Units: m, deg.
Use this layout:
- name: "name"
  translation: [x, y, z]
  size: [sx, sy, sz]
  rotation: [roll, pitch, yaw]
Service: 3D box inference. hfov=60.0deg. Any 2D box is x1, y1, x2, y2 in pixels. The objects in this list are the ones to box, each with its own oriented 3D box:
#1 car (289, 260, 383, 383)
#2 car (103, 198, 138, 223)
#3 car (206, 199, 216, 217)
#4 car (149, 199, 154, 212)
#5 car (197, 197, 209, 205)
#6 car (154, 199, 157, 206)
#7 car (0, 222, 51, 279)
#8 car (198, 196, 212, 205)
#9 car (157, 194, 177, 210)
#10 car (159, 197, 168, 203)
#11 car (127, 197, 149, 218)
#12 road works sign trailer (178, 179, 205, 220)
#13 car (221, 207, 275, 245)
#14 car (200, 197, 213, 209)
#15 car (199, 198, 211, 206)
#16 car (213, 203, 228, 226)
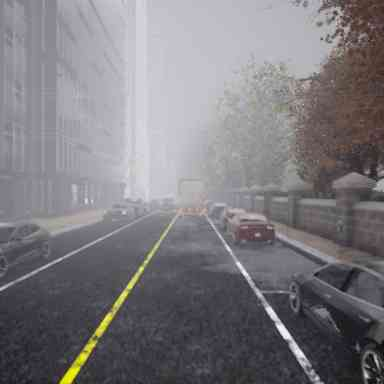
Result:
- name: "car"
  translation: [2.749, 1.591, 4.683]
  size: [1.947, 1.339, 4.313]
  rotation: [0, 0, 0]
- name: "car"
  translation: [-5.853, 1.567, 26.860]
  size: [1.967, 1.590, 4.097]
  rotation: [0, 0, 0]
- name: "car"
  translation: [2.668, 1.690, 32.480]
  size: [1.887, 1.381, 4.507]
  rotation: [0, 0, 0]
- name: "car"
  translation: [-5.861, 1.727, 37.980]
  size: [1.947, 1.339, 4.313]
  rotation: [0, 0, 0]
- name: "car"
  translation: [2.157, 1.754, 65.819]
  size: [2.008, 1.369, 4.403]
  rotation: [0, 0, -2]
- name: "car"
  translation: [-6.070, 1.759, 54.726]
  size: [1.947, 1.339, 4.313]
  rotation: [0, 0, -1]
- name: "car"
  translation: [-5.842, 1.619, 10.176]
  size: [1.947, 1.339, 4.313]
  rotation: [0, 0, 0]
- name: "car"
  translation: [2.461, 1.509, 54.704]
  size: [2.192, 1.841, 5.009]
  rotation: [0, 0, -2]
- name: "car"
  translation: [-3.166, 1.529, 44.745]
  size: [2.097, 1.767, 4.553]
  rotation: [0, 0, 0]
- name: "car"
  translation: [-6.673, 1.793, 76.965]
  size: [1.802, 1.307, 4.206]
  rotation: [0, 0, -2]
- name: "car"
  translation: [-5.857, 1.461, 32.419]
  size: [2.192, 1.841, 5.009]
  rotation: [0, 0, 0]
- name: "road works sign trailer"
  translation: [-0.023, 0.600, 29.763]
  size: [2.380, 3.560, 2.880]
  rotation: [0, 0, 0]
- name: "car"
  translation: [2.680, 1.625, 15.798]
  size: [1.887, 1.381, 4.507]
  rotation: [0, 0, 0]
- name: "car"
  translation: [2.583, 1.768, 49.138]
  size: [1.802, 1.307, 4.206]
  rotation: [0, 0, -1]
- name: "car"
  translation: [2.308, 1.781, 60.261]
  size: [1.802, 1.307, 4.206]
  rotation: [0, 0, -2]
- name: "car"
  translation: [2.676, 1.655, 21.358]
  size: [2.008, 1.369, 4.403]
  rotation: [0, 0, 0]
